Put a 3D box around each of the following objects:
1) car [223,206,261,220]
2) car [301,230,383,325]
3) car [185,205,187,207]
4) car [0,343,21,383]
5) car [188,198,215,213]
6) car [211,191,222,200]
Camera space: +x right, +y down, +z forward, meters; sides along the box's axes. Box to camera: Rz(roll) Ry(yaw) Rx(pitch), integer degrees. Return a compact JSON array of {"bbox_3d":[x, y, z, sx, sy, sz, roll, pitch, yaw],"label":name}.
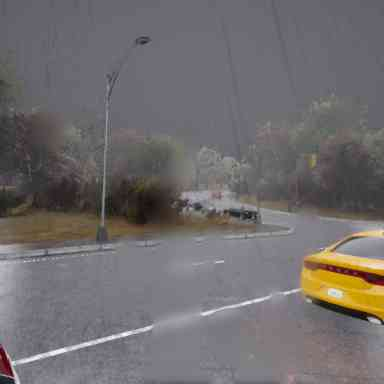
[{"bbox_3d":[5.122,2.148,34.311,1.895,1.301,4.718,3,-1,-22],"label":"car"},{"bbox_3d":[4.374,1.543,6.873,5.008,1.535,1.882,1,-1,-35],"label":"car"},{"bbox_3d":[-1.152,1.711,53.173,1.994,1.385,4.181,2,2,-13],"label":"car"},{"bbox_3d":[-3.217,1.353,1.456,4.553,1.767,2.097,0,0,-35],"label":"car"},{"bbox_3d":[1.598,1.916,43.662,2.128,1.511,4.902,2,0,-18],"label":"car"},{"bbox_3d":[5.747,0.743,78.981,2.150,2.045,5.566,2,2,-1],"label":"car"}]
